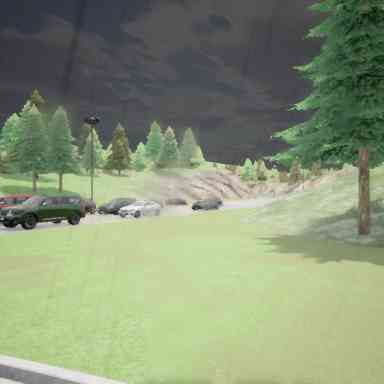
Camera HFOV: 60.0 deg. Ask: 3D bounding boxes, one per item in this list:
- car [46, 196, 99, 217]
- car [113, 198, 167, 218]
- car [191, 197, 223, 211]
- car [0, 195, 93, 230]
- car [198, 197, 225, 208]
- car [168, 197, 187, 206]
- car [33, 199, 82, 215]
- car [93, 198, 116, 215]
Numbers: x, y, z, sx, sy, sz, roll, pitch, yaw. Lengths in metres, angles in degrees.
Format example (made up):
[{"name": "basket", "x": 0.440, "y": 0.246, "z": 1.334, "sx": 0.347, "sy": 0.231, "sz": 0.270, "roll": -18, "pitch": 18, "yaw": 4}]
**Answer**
[{"name": "car", "x": -11.490, "y": 1.352, "z": 32.297, "sx": 2.097, "sy": 1.767, "sz": 4.553, "roll": 0, "pitch": 0, "yaw": 31}, {"name": "car", "x": -4.589, "y": 1.525, "z": 30.194, "sx": 1.812, "sy": 1.442, "sz": 4.674, "roll": 0, "pitch": 0, "yaw": 31}, {"name": "car", "x": 1.618, "y": 1.563, "z": 40.498, "sx": 1.994, "sy": 1.385, "sz": 4.181, "roll": 0, "pitch": 0, "yaw": 31}, {"name": "car", "x": -9.611, "y": 1.221, "z": 21.825, "sx": 2.150, "sy": 2.045, "sz": 5.566, "roll": 0, "pitch": 0, "yaw": 31}, {"name": "car", "x": 2.988, "y": 1.507, "z": 49.473, "sx": 1.837, "sy": 1.490, "sz": 4.892, "roll": 0, "pitch": -1, "yaw": 31}, {"name": "car", "x": -2.600, "y": 1.564, "z": 53.755, "sx": 1.994, "sy": 1.385, "sz": 4.181, "roll": 0, "pitch": 0, "yaw": 31}, {"name": "car", "x": -14.008, "y": 1.525, "z": 34.872, "sx": 1.812, "sy": 1.442, "sz": 4.674, "roll": 0, "pitch": 0, "yaw": 30}, {"name": "car", "x": -7.134, "y": 1.351, "z": 32.751, "sx": 2.097, "sy": 1.767, "sz": 4.553, "roll": 0, "pitch": 0, "yaw": 31}]
